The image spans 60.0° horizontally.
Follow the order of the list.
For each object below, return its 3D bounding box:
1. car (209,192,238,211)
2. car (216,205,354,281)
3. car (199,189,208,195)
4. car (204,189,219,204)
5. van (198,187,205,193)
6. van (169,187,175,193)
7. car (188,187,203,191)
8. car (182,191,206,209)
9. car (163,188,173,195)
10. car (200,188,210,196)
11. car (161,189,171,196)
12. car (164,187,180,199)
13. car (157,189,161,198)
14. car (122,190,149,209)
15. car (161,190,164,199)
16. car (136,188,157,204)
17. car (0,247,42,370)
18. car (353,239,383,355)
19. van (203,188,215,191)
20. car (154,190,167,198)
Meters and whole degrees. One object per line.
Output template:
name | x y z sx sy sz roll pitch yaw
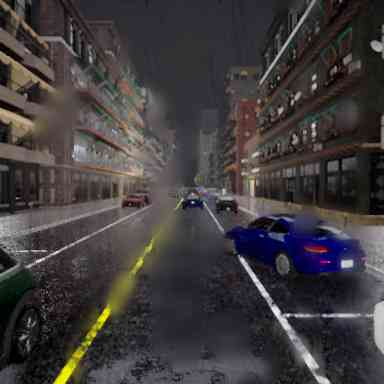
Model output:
car | 2.699 0.971 26.929 2.008 1.369 4.403 0 1 0
car | 2.540 1.321 9.294 1.812 1.442 4.674 0 1 -20
car | 2.706 -0.028 77.901 1.802 1.307 4.206 0 1 0
car | 2.701 0.734 38.257 2.008 1.369 4.403 0 1 0
van | 2.709 -0.597 94.888 1.690 1.788 3.998 0 1 0
van | -5.671 -0.597 94.889 1.690 1.788 3.998 0 1 0
car | 0.091 0.323 48.537 2.097 1.767 4.553 0 1 0
car | 0.093 0.873 32.207 1.994 1.385 4.181 0 1 0
car | -5.673 -0.170 77.901 1.967 1.590 4.097 0 1 0
car | 2.706 -0.059 72.234 1.967 1.590 4.097 0 1 0
car | -5.675 0.030 72.068 1.752 1.417 4.829 0 1 0
car | -3.025 0.380 53.460 1.837 1.490 4.892 0 1 1
car | -5.679 0.632 43.920 1.947 1.339 4.313 0 1 0
car | -5.680 0.846 32.594 1.887 1.381 4.507 0 1 0
car | -5.677 0.277 55.245 1.967 1.590 4.097 0 1 0
car | -5.678 0.498 38.254 2.192 1.841 5.009 0 1 0
car | -3.099 1.291 2.616 2.097 1.767 4.553 0 1 0
car | 3.107 1.195 1.346 2.150 2.045 5.566 0 1 0
van | 2.702 0.408 43.913 1.690 1.788 3.998 0 1 0
car | -5.677 0.275 60.911 2.008 1.369 4.403 0 1 0
